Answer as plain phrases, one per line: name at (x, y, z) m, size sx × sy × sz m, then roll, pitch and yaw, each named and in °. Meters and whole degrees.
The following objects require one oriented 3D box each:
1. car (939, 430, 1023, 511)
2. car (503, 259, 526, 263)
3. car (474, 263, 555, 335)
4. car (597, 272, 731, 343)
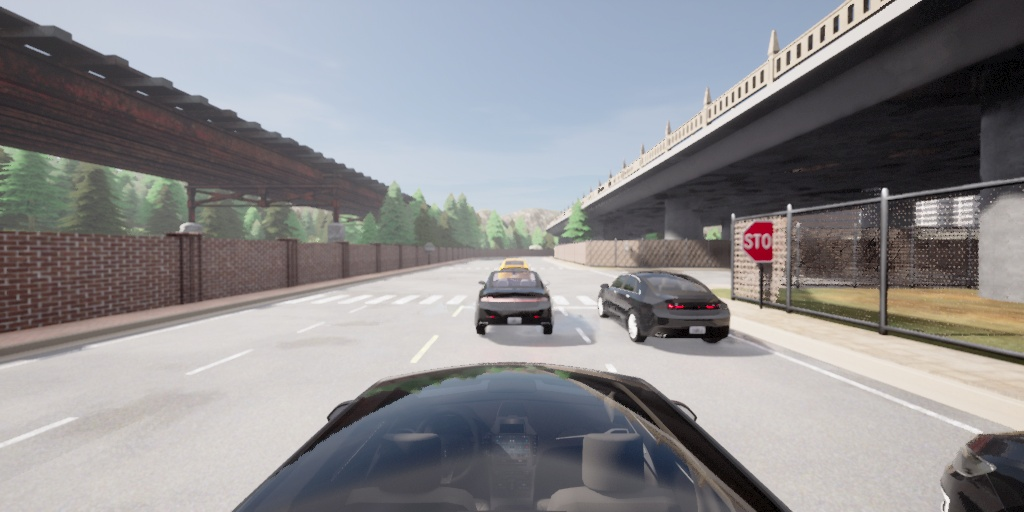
car at (3.556, 1.280, 0.122) m, size 1.837 × 1.490 × 4.892 m, roll 0°, pitch 1°, yaw 0°
car at (0.201, 0.902, 23.160) m, size 1.882 × 1.535 × 5.008 m, roll 0°, pitch 1°, yaw 1°
car at (0.057, 1.116, 9.993) m, size 2.128 × 1.511 × 4.902 m, roll 0°, pitch 1°, yaw 0°
car at (3.559, 1.141, 9.292) m, size 1.837 × 1.490 × 4.892 m, roll 0°, pitch 1°, yaw 0°
